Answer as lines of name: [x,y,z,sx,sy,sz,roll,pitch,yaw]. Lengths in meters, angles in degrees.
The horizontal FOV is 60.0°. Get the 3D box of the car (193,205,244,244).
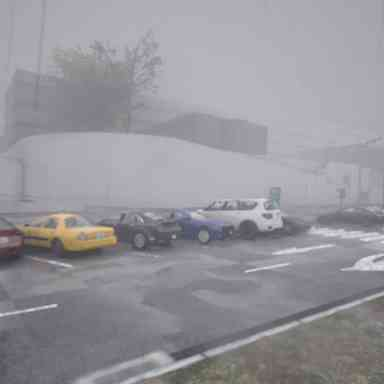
car: [-0.289,1.585,16.444,5.008,1.535,2.097,-1,-1,35]

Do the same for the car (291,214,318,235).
car: [4.567,1.656,19.911,4.892,1.521,2.231,-1,-2,34]

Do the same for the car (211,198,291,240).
car: [2.114,1.367,18.186,5.566,2.045,2.435,-1,-1,35]

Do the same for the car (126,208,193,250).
car: [-2.712,1.555,14.701,4.892,1.521,2.231,-1,-1,34]

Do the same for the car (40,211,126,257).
car: [-5.298,1.523,13.079,5.366,1.575,1.946,-1,-1,34]

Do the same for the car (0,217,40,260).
car: [-7.598,1.526,11.258,4.792,1.488,2.163,-1,-1,35]

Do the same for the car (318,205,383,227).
car: [11.854,1.816,25.088,4.674,1.452,2.002,-1,-1,35]
